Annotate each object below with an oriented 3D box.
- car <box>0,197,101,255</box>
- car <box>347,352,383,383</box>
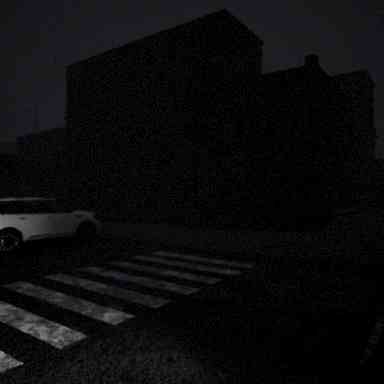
[{"bbox_3d":[-6.435,1.199,13.621,2.435,2.045,5.566,0,0,36],"label":"car"},{"bbox_3d":[3.104,1.439,1.151,4.902,1.511,2.128,-2,-1,35],"label":"car"}]
